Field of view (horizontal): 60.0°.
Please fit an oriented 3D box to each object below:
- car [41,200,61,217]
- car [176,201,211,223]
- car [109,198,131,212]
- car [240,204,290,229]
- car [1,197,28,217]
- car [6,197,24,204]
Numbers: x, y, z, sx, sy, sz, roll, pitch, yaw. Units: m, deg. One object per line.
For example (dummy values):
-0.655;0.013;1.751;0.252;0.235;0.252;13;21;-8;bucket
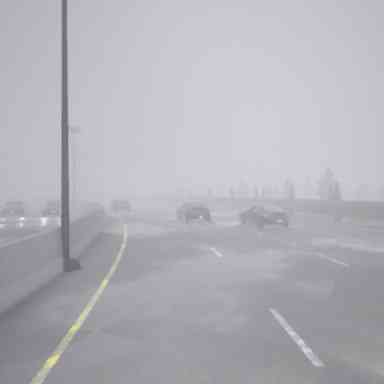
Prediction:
-13.095;1.543;31.623;1.837;1.490;4.892;0;0;-21;car
0.038;1.490;25.489;1.837;1.490;4.892;0;0;-14;car
-8.579;1.505;39.530;2.128;1.511;4.902;0;0;-23;car
4.586;1.494;21.397;1.812;1.442;4.674;0;0;-12;car
-16.975;1.559;31.996;1.837;1.490;4.892;0;0;-22;car
-35.236;1.654;66.140;4.181;1.385;1.994;0;0;44;car
